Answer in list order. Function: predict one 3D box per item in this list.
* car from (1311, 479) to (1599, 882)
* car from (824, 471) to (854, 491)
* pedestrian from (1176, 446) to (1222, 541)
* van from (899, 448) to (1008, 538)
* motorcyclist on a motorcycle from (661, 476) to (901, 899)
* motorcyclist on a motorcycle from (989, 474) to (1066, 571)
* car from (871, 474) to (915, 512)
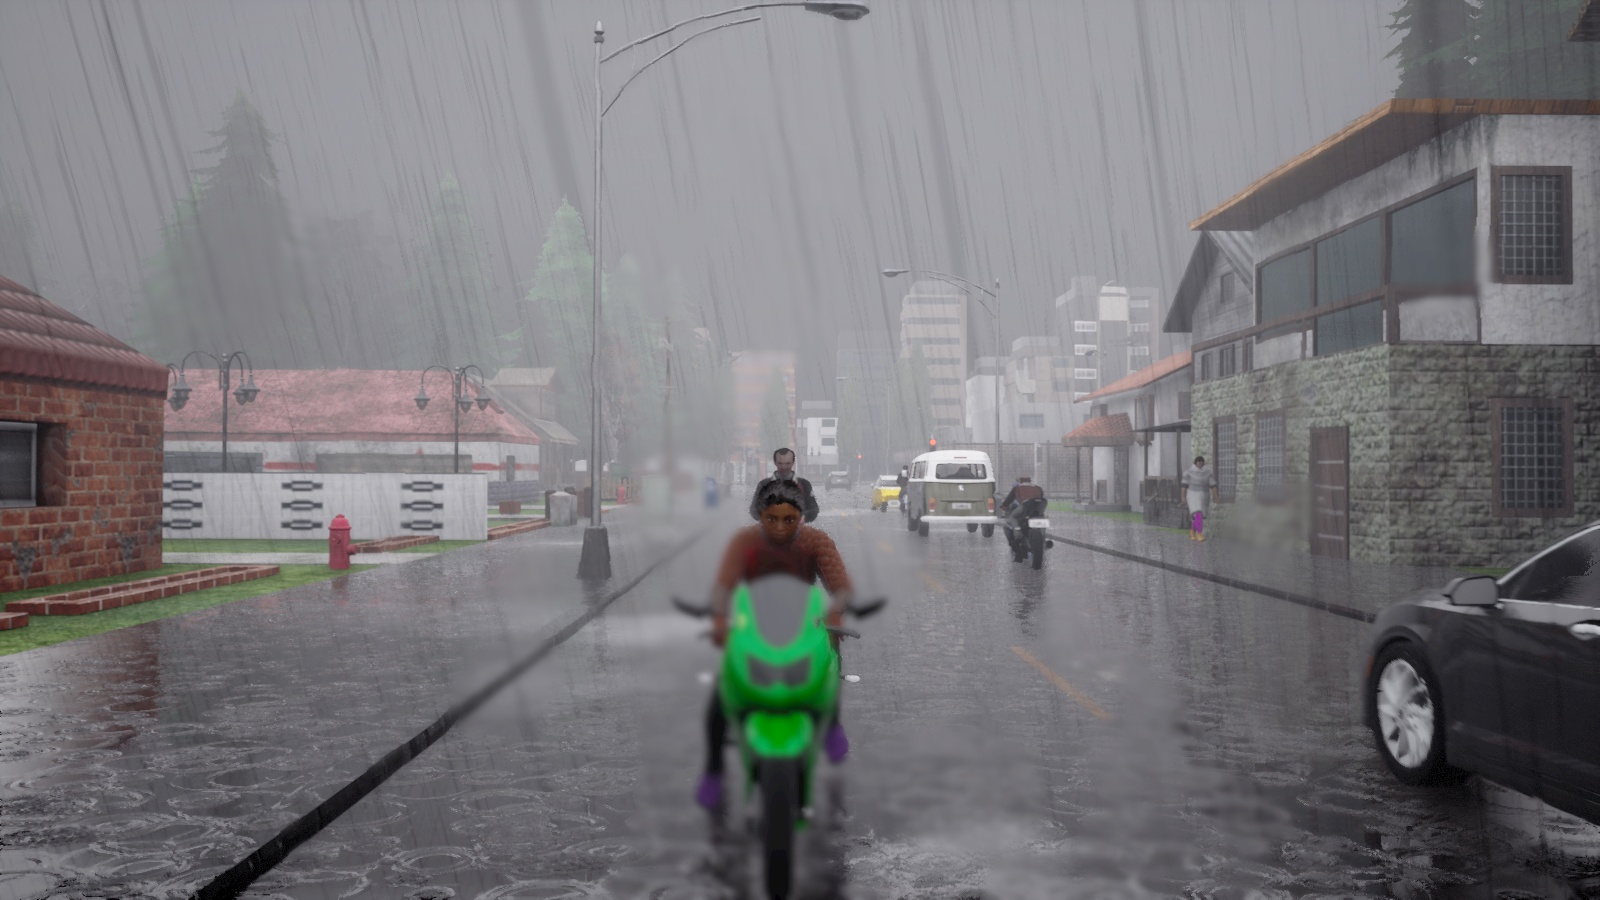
[{"bbox_3d":[3.929,0.880,4.886,1.837,1.490,4.892,0,-1,-1],"label":"car"},{"bbox_3d":[2.987,2.352,97.256,2.163,1.488,4.792,0,-1,-1],"label":"car"},{"bbox_3d":[8.338,0.909,26.282,0.659,1.952,0.873,0,-1,-1],"label":"pedestrian"},{"bbox_3d":[3.665,1.012,30.742,2.069,2.038,4.480,0,-1,-1],"label":"van"},{"bbox_3d":[-0.074,0.879,5.219,0.797,1.523,2.044,0,-1,-1],"label":"motorcyclist on a motorcycle"},{"bbox_3d":[3.766,1.168,20.959,0.866,1.530,2.191,0,-1,-1],"label":"motorcyclist on a motorcycle"},{"bbox_3d":[3.499,1.615,47.698,1.481,1.376,2.207,0,-1,-1],"label":"car"}]
